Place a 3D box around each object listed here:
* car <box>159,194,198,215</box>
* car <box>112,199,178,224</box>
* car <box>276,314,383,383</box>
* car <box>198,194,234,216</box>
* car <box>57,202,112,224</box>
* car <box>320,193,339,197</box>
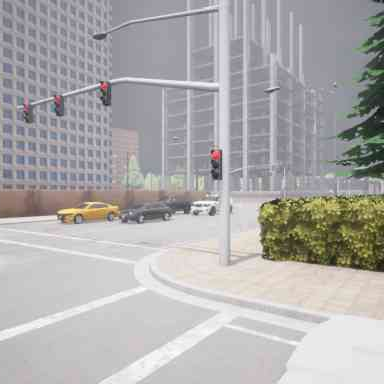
[{"bbox_3d":[-2.157,1.279,33.799,2.150,2.045,5.566,0,0,35],"label":"car"},{"bbox_3d":[-3.540,1.562,25.837,1.837,1.490,4.892,0,0,36],"label":"car"},{"bbox_3d":[2.878,1.601,1.914,4.718,1.301,1.895,0,0,36],"label":"car"},{"bbox_3d":[2.188,1.279,33.847,2.150,2.045,5.566,0,0,36],"label":"car"},{"bbox_3d":[-7.929,1.535,25.711,1.882,1.535,5.008,0,0,35],"label":"car"},{"bbox_3d":[16.373,1.409,41.381,2.097,1.767,4.553,0,0,35],"label":"car"}]
